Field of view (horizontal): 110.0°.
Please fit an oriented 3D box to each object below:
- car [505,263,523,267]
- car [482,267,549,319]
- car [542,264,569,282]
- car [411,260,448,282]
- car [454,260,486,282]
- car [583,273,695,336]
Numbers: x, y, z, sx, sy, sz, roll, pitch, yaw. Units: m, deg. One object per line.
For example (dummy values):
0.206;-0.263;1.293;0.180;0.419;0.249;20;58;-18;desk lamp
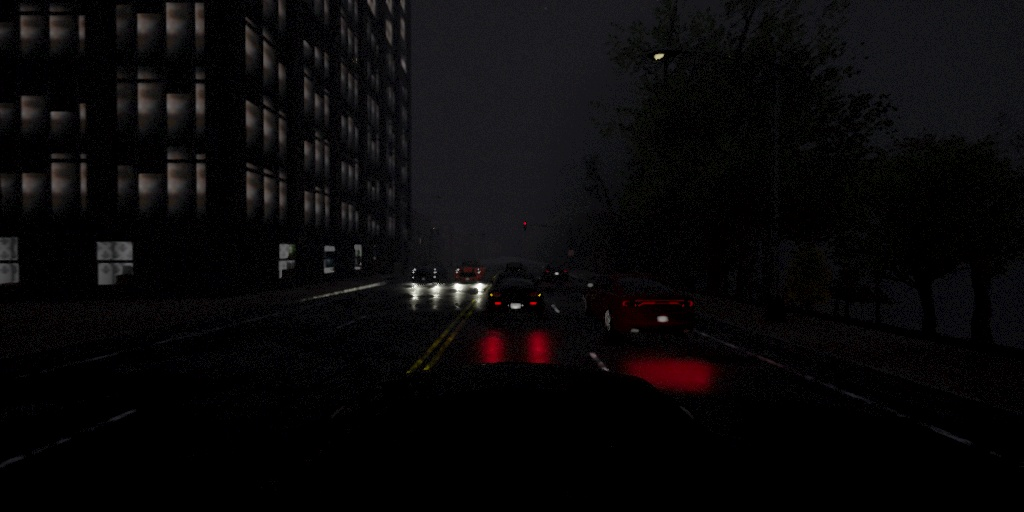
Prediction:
0.165;1.265;29.069;1.837;1.490;4.892;0;0;0;car
0.118;1.279;12.773;1.812;1.442;4.674;0;0;0;car
3.416;1.324;29.279;1.994;1.385;4.181;0;0;0;car
-6.524;1.112;28.690;2.097;1.767;4.553;0;0;0;car
-3.274;1.111;28.657;2.097;1.767;4.553;0;0;0;car
3.357;1.230;10.418;1.882;1.535;5.008;0;0;0;car
